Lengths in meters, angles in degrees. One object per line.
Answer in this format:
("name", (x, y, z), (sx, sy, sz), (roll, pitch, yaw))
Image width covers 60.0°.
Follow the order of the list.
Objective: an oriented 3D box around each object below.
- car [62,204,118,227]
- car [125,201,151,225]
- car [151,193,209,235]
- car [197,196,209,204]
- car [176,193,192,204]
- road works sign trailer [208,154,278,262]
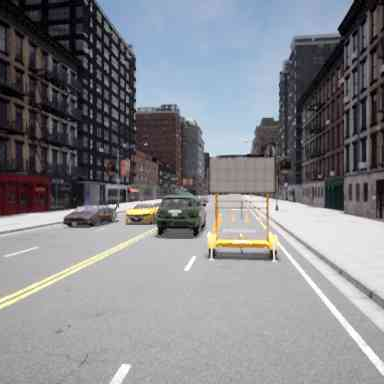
("car", (-6.740, 1.530, 22.707), (2.033, 1.411, 5.357), (0, 0, 8))
("car", (-3.295, 1.459, 23.984), (1.882, 1.535, 5.008), (0, 0, 7))
("car", (-0.477, 1.207, 18.895), (2.150, 2.045, 5.566), (0, 0, 7))
("car", (2.169, 1.523, 65.378), (1.994, 1.385, 4.181), (0, 0, 8))
("car", (-1.439, 1.182, 63.002), (2.150, 2.045, 5.566), (0, 0, 8))
("road works sign trailer", (1.812, 0.455, 12.114), (2.380, 3.560, 2.880), (0, 0, 7))
